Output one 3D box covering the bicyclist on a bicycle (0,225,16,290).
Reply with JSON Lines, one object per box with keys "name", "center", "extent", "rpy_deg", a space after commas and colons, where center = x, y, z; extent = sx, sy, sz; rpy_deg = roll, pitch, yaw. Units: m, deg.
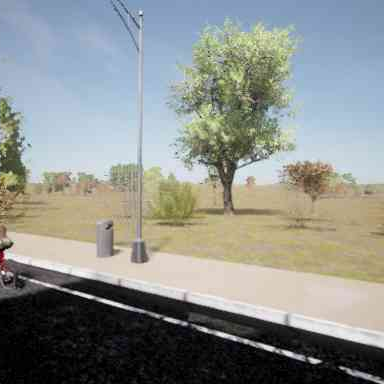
{"name": "bicyclist on a bicycle", "center": [-4.581, 1.430, 7.833], "extent": [1.656, 1.620, 0.582], "rpy_deg": [0, 0, 35]}
